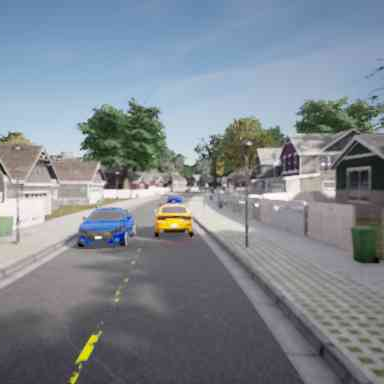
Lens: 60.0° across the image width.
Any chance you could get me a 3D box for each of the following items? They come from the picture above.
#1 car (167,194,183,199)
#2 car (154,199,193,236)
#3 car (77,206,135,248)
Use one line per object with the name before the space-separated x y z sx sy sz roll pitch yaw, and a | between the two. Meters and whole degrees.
car | -2.263 0.979 44.006 1.882 1.535 5.008 0 2 0
car | -1.016 1.381 17.879 1.882 1.535 5.008 0 0 -5
car | -3.654 1.412 14.788 1.882 1.535 5.008 0 0 -4
